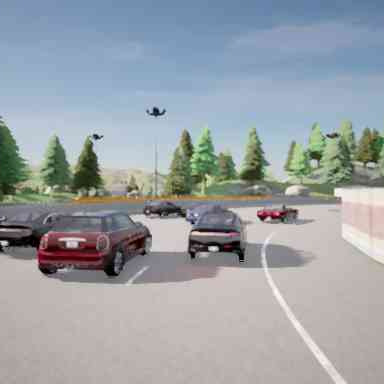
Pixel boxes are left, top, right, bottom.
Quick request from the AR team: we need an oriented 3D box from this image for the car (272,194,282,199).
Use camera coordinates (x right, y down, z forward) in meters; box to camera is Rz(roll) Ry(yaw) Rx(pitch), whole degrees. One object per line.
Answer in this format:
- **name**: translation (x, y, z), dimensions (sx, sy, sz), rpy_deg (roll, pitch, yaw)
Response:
- **car**: translation (18.398, 1.335, 63.794), dimensions (4.892, 1.490, 1.837), rpy_deg (-1, 0, -19)

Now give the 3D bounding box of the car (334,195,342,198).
- **car**: translation (34.061, 1.106, 73.939), dimensions (5.008, 1.535, 1.882), rpy_deg (-1, 0, -5)

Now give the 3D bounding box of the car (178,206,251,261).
- **car**: translation (1.102, 1.486, 12.365), dimensions (2.128, 1.511, 4.902), rpy_deg (0, 0, 11)

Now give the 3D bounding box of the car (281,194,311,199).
- **car**: translation (19.305, 1.326, 60.405), dimensions (4.892, 1.490, 1.837), rpy_deg (-1, 0, -19)

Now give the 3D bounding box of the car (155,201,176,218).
- **car**: translation (-2.583, 1.506, 30.488), dimensions (1.812, 1.442, 4.674), rpy_deg (0, 0, 32)

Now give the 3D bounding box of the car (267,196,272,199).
- **car**: translation (18.319, 1.322, 67.498), dimensions (4.892, 1.490, 1.837), rpy_deg (-1, 0, -18)

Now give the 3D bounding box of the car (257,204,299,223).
- **car**: translation (6.774, 1.585, 25.824), dimensions (1.895, 1.301, 4.718), rpy_deg (0, 0, 33)

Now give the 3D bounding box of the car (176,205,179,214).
- **car**: translation (0.793, 1.545, 29.250), dimensions (1.994, 1.385, 4.181), rpy_deg (0, 0, 33)

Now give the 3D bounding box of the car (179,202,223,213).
- **car**: translation (1.417, 1.534, 23.629), dimensions (2.033, 1.411, 5.357), rpy_deg (0, 0, 27)

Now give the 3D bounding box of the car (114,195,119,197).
- **car**: translation (-18.975, 1.436, 85.836), dimensions (1.882, 1.535, 5.008), rpy_deg (0, 0, 13)

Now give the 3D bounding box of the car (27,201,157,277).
- **car**: translation (-2.761, 1.346, 10.513), dimensions (2.097, 1.767, 4.553), rpy_deg (0, 0, 7)

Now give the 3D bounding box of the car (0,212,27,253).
- **car**: translation (-5.777, 1.486, 13.473), dimensions (2.128, 1.511, 4.902), rpy_deg (0, 0, 11)

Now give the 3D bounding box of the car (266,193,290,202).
- **car**: translation (18.348, 1.166, 71.159), dimensions (4.553, 1.767, 2.097), rpy_deg (-1, 0, -18)

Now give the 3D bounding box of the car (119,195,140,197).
- **car**: translation (-15.734, 1.499, 84.247), dimensions (2.033, 1.411, 5.357), rpy_deg (0, 0, 11)
